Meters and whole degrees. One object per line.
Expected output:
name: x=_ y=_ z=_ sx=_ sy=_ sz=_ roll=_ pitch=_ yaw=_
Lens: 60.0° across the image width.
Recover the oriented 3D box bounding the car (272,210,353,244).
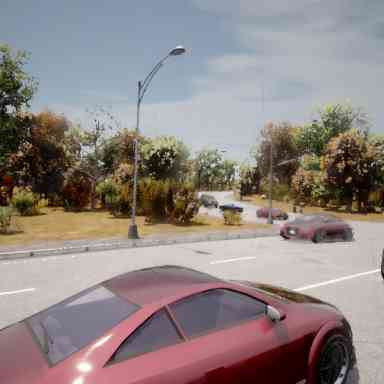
car: x=6.482 y=1.824 z=17.253 sx=4.181 sy=1.385 sz=1.994 roll=2 pitch=-1 yaw=-36

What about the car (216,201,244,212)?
car: x=5.513 y=2.250 z=46.913 sx=1.895 sy=1.301 sz=4.718 roll=3 pitch=0 yaw=-18

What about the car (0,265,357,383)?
car: x=-0.005 y=1.572 z=3.744 sx=4.181 sy=1.385 sz=1.994 roll=0 pitch=0 yaw=-36

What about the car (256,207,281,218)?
car: x=9.030 y=2.357 z=37.635 sx=1.994 sy=1.385 sz=4.181 roll=3 pitch=-1 yaw=-22

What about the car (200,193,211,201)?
car: x=3.200 y=1.132 z=78.711 sx=2.128 sy=1.511 sz=4.902 roll=2 pitch=2 yaw=-1

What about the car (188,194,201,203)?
car: x=0.504 y=1.321 z=69.317 sx=1.837 sy=1.490 sz=4.892 roll=2 pitch=2 yaw=-9

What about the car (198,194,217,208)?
car: x=2.806 y=1.559 z=56.694 sx=2.150 sy=2.045 sz=5.566 roll=3 pitch=2 yaw=-13

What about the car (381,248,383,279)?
car: x=7.017 y=1.488 z=8.798 sx=4.553 sy=1.767 sz=2.097 roll=2 pitch=-1 yaw=-35
